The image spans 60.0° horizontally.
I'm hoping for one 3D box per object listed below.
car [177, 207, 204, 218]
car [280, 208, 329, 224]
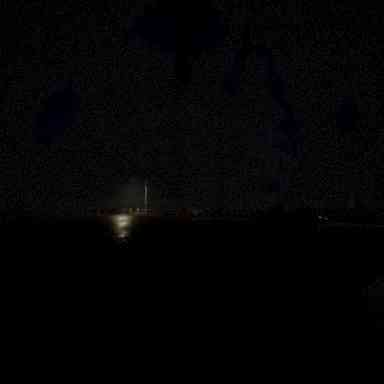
[{"bbox_3d":[-0.292,2.995,48.376,1.882,1.535,5.008,2,-3,-35],"label":"car"},{"bbox_3d":[10.942,2.309,32.588,1.837,1.490,4.892,2,-3,-35],"label":"car"}]
